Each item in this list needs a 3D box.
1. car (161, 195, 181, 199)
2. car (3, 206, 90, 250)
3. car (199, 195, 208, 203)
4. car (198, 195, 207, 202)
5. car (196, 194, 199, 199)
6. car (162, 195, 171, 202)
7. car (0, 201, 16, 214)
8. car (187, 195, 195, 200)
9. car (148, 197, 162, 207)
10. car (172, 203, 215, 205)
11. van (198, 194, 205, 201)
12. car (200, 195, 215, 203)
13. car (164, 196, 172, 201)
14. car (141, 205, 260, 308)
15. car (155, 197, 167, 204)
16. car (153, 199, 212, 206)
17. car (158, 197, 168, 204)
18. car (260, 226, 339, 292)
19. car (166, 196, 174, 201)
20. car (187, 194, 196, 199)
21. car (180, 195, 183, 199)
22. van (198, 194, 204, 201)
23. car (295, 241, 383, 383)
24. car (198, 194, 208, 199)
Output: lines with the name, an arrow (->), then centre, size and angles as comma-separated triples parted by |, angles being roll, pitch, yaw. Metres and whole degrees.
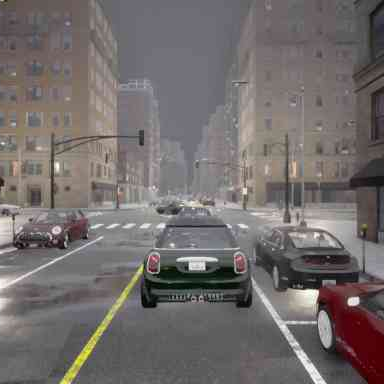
car -> -3.073, 1.588, 50.245 | 2.033, 1.411, 5.357 | 0, 0, -1
car -> -5.815, 1.445, 14.209 | 1.967, 1.590, 4.097 | 0, 0, 0
car -> 2.520, 1.541, 74.656 | 1.967, 1.590, 4.097 | 0, 0, 0
car -> 2.482, 1.559, 80.162 | 1.967, 1.590, 4.097 | 0, 0, 0
car -> 2.559, 1.399, 69.148 | 2.192, 1.841, 5.009 | 0, 0, 0
car -> -6.043, 1.559, 80.111 | 1.967, 1.590, 4.097 | 0, 0, 0
car -> -17.954, 1.449, 30.246 | 4.674, 1.442, 1.812 | 0, 0, 0
car -> -0.259, 1.543, 90.105 | 1.994, 1.385, 4.181 | 0, 0, 0
car -> -5.852, 1.595, 52.571 | 2.008, 1.369, 4.403 | 0, 0, 0
car -> 0.137, 1.497, 15.400 | 2.128, 1.511, 4.902 | 0, 0, 0
van -> 2.444, 1.481, 85.670 | 1.690, 1.788, 3.998 | 0, 0, 0
car -> 2.673, 1.590, 52.627 | 1.887, 1.381, 4.507 | 0, 0, 0
car -> -6.082, 1.721, 85.619 | 1.802, 1.307, 4.206 | 0, 0, 0
car -> 0.069, 1.355, 8.097 | 2.097, 1.767, 4.553 | 0, 0, -1
car -> -5.929, 1.613, 63.587 | 1.887, 1.381, 4.507 | 0, 0, 0
car -> -0.820, 1.587, 30.296 | 4.718, 1.301, 1.895 | 0, 0, 0
car -> -5.968, 1.665, 69.095 | 1.802, 1.307, 4.206 | 0, 0, 0
car -> 2.697, 1.553, 8.700 | 2.008, 1.369, 4.403 | 0, 0, 0
car -> -6.121, 1.728, 91.127 | 1.947, 1.339, 4.313 | 0, 0, 0
car -> -0.189, 1.706, 80.130 | 1.895, 1.301, 4.718 | 0, 0, 0
car -> -3.125, 1.661, 60.063 | 1.895, 1.301, 4.718 | 0, 0, 0
van -> 2.405, 1.504, 91.176 | 1.690, 1.788, 3.998 | 0, 0, 0
car -> 2.683, 1.545, 3.209 | 1.887, 1.381, 4.507 | 0, 0, 0
car -> 2.595, 1.595, 63.811 | 1.752, 1.417, 4.829 | 0, 0, 0
